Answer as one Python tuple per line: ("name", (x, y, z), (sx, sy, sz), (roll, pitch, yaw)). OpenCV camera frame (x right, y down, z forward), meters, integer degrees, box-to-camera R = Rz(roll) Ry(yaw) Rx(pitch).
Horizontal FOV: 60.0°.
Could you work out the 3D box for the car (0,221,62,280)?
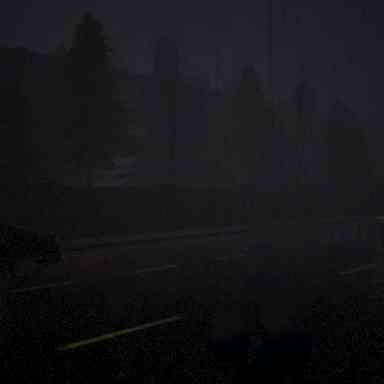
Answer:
("car", (-5.968, 1.478, 8.395), (5.008, 1.535, 1.882), (0, 0, -36))
